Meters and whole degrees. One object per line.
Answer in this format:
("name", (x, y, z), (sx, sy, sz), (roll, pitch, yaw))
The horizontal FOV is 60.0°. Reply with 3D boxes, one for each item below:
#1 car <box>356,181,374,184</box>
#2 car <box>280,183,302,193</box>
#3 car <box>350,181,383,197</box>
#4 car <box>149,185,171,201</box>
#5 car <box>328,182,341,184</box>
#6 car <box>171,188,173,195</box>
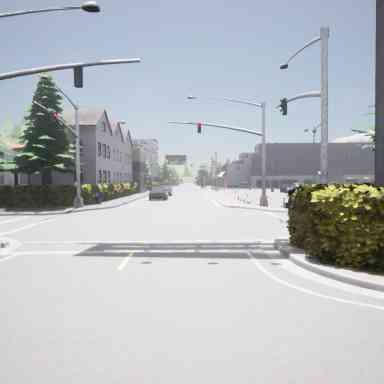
("car", (18.925, -0.181, 34.281), (1.905, 1.878, 3.866), (-1, 2, -1))
("car", (15.130, -0.536, 52.129), (2.007, 1.523, 4.514), (-1, 2, -1))
("car", (22.149, -0.468, 42.170), (1.932, 1.855, 4.605), (-1, 2, -1))
("car", (-3.819, 0.131, 38.339), (1.882, 1.535, 5.008), (-1, 2, 0))
("car", (25.149, -1.045, 59.569), (2.152, 1.636, 5.027), (-1, 2, -1))
("car", (-3.863, -0.205, 48.470), (2.128, 1.511, 4.902), (-1, 2, 0))
